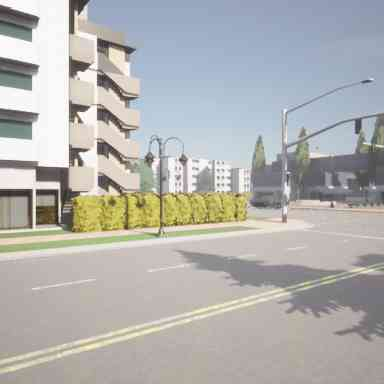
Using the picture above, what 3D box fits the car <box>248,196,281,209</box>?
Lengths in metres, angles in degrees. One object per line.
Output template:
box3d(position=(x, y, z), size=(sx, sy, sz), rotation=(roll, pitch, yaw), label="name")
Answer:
box3d(position=(9.731, 1.349, 44.904), size=(2.097, 1.767, 4.553), rotation=(0, 0, -35), label="car")
